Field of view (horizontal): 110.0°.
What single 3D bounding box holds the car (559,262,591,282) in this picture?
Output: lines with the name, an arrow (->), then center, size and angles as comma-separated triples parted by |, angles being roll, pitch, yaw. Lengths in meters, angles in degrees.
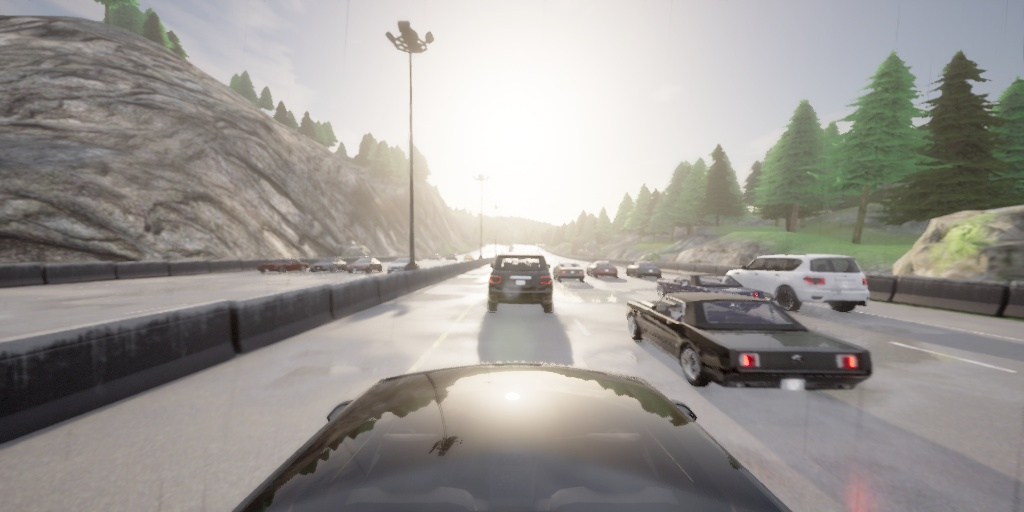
car -> 4.070, 1.114, 26.285 | 2.033, 1.411, 5.357 | 1, 1, 1

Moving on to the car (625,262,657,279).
car -> 11.166, 1.156, 30.738 | 1.994, 1.385, 4.181 | 1, 1, 1

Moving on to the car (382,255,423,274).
car -> -9.979, 0.901, 33.125 | 1.812, 1.442, 4.674 | 1, 1, 1

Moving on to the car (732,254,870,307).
car -> 10.838, 0.959, 14.278 | 2.150, 2.045, 5.566 | 1, 1, 1

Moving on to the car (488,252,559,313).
car -> 0.321, 0.869, 13.635 | 2.150, 2.045, 5.566 | 1, 1, 1

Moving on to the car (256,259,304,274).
car -> -20.499, 0.886, 32.274 | 1.895, 1.301, 4.718 | 1, 1, 1

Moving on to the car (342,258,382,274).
car -> -13.478, 0.868, 33.165 | 1.812, 1.442, 4.674 | 1, 0, 1

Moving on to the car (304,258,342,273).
car -> -16.971, 0.871, 33.480 | 1.994, 1.385, 4.181 | 1, 1, 1

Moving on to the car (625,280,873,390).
car -> 3.656, 1.339, 6.797 | 1.895, 1.301, 4.718 | 1, 1, 2

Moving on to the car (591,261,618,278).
car -> 7.667, 1.122, 30.831 | 1.994, 1.385, 4.181 | 1, 1, 1

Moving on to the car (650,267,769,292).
car -> 7.326, 1.308, 13.961 | 1.895, 1.301, 4.718 | 1, 1, 1
